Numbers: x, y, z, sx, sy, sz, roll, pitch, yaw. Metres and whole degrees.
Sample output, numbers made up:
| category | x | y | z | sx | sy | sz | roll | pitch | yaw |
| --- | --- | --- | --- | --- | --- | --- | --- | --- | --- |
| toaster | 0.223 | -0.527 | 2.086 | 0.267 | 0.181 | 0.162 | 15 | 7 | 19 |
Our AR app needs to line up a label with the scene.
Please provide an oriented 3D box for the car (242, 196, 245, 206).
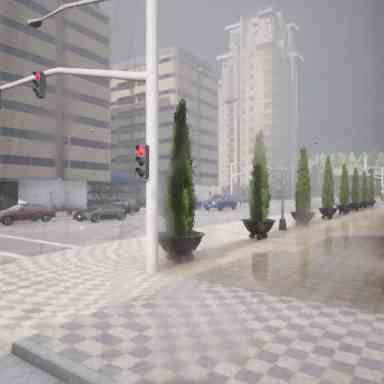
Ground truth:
| category | x | y | z | sx | sy | sz | roll | pitch | yaw |
| --- | --- | --- | --- | --- | --- | --- | --- | --- | --- |
| car | 8.021 | 1.354 | 54.183 | 1.837 | 1.490 | 4.892 | 0 | 0 | 35 |

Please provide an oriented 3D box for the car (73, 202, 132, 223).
| category | x | y | z | sx | sy | sz | roll | pitch | yaw |
| --- | --- | --- | --- | --- | --- | --- | --- | --- | --- |
| car | -7.160 | 1.613 | 26.121 | 1.994 | 1.385 | 4.181 | 0 | 0 | 35 |

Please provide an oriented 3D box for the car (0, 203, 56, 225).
| category | x | y | z | sx | sy | sz | roll | pitch | yaw |
| --- | --- | --- | --- | --- | --- | --- | --- | --- | --- |
| car | -12.429 | 1.574 | 24.602 | 1.812 | 1.442 | 4.674 | 0 | 0 | 34 |

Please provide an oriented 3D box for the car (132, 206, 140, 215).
| category | x | y | z | sx | sy | sz | roll | pitch | yaw |
| --- | --- | --- | --- | --- | --- | --- | --- | --- | --- |
| car | -7.288 | 1.649 | 32.109 | 1.895 | 1.301 | 4.718 | 0 | 0 | 35 |

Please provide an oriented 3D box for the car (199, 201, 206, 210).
| category | x | y | z | sx | sy | sz | roll | pitch | yaw |
| --- | --- | --- | --- | --- | --- | --- | --- | --- | --- |
| car | -0.754 | 1.526 | 41.589 | 1.882 | 1.535 | 5.008 | 0 | 0 | 35 |

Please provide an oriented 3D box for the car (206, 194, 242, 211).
| category | x | y | z | sx | sy | sz | roll | pitch | yaw |
| --- | --- | --- | --- | --- | --- | --- | --- | --- | --- |
| car | 3.674 | 1.270 | 41.835 | 2.150 | 2.045 | 5.566 | 0 | 0 | 35 |
